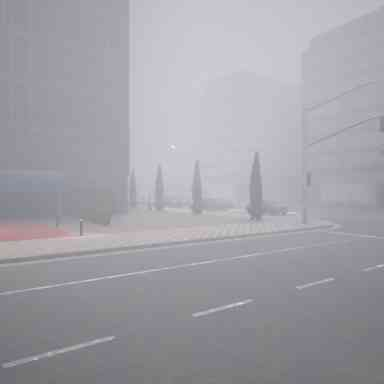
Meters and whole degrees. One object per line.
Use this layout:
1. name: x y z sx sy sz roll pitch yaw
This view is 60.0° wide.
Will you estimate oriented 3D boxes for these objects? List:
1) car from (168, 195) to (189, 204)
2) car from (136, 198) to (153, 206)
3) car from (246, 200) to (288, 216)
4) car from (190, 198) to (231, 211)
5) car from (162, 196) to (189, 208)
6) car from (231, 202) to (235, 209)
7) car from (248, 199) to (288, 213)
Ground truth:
1. car: -2.774 1.477 66.872 1.882 1.535 5.008 0 0 -35
2. car: -8.528 1.601 56.490 1.895 1.301 4.718 0 0 -34
3. car: 7.457 1.526 33.507 1.812 1.442 4.674 0 0 -37
4. car: 2.210 1.505 41.029 1.837 1.490 4.892 0 0 -35
5. car: -2.959 1.352 48.452 2.097 1.767 4.553 0 0 -35
6. car: 3.798 1.564 44.873 1.994 1.385 4.181 0 0 -35
7. car: 8.604 1.564 37.981 1.994 1.385 4.181 0 0 -35
